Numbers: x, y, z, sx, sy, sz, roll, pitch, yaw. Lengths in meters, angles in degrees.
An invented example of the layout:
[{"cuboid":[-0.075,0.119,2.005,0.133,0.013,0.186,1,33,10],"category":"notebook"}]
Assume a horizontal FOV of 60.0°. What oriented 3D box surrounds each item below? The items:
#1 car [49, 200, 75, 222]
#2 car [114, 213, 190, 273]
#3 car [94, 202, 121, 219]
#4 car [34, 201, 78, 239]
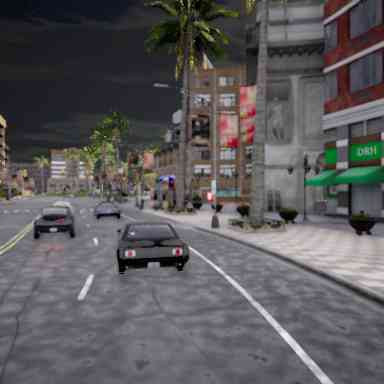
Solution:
[{"cuboid":[-10.507,1.476,27.170,1.812,1.442,4.674,0,0,-19],"category":"car"},{"cuboid":[-1.447,1.575,10.659,1.895,1.301,4.718,0,0,-12],"category":"car"},{"cuboid":[-7.329,1.502,28.583,1.994,1.385,4.181,0,0,-20],"category":"car"},{"cuboid":[-7.104,1.473,17.479,1.837,1.490,4.892,0,0,-19],"category":"car"}]
